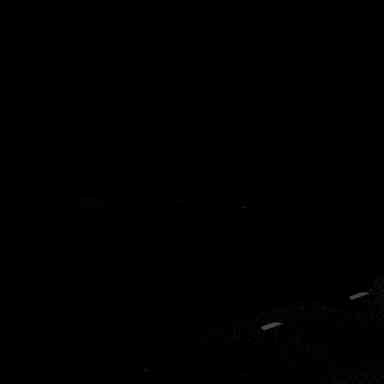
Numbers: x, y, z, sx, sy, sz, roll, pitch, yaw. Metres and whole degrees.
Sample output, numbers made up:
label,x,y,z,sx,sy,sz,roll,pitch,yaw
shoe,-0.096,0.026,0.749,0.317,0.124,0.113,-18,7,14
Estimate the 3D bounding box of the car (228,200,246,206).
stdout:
label,x,y,z,sx,sy,sz,roll,pitch,yaw
car,9.553,2.299,70.579,1.994,1.385,4.181,-1,1,-36
